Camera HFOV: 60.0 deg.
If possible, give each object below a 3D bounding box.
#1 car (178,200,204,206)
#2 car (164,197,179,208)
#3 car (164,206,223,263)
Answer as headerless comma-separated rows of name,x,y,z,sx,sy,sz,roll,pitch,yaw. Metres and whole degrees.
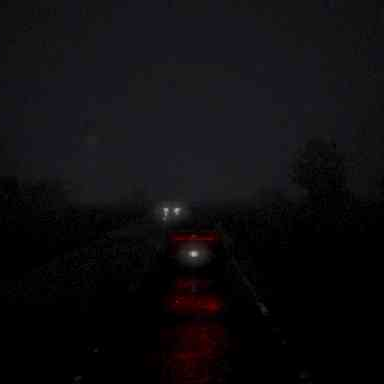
car,0.071,1.516,27.891,1.812,1.442,4.674,0,0,0
car,-2.840,1.495,47.294,1.837,1.490,4.892,0,0,0
car,0.067,1.501,11.959,1.837,1.490,4.892,0,1,0
